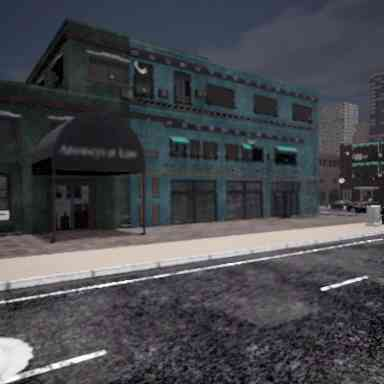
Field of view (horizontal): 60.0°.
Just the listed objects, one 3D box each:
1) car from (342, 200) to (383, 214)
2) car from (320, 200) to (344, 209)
[{"bbox_3d":[20.301,1.914,38.595,1.947,1.339,4.313,-1,0,-35],"label":"car"},{"bbox_3d":[22.383,1.934,50.323,2.008,1.369,4.403,-1,0,-35],"label":"car"}]
